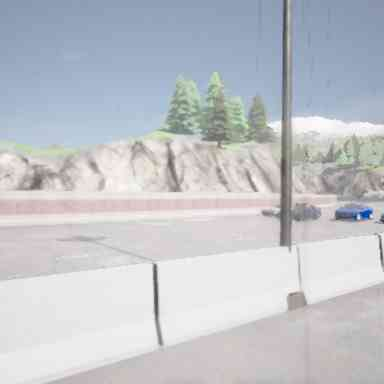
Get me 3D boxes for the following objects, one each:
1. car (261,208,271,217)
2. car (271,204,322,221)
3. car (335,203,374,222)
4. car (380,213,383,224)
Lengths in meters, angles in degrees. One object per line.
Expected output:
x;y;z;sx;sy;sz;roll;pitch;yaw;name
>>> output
8.999;1.854;33.860;4.718;1.301;1.895;1;0;-44;car
9.668;1.783;29.644;5.357;1.411;2.033;1;0;-43;car
14.375;1.748;29.354;5.008;1.535;1.882;1;0;-45;car
17.035;1.825;27.032;5.357;1.411;2.033;1;0;-45;car
